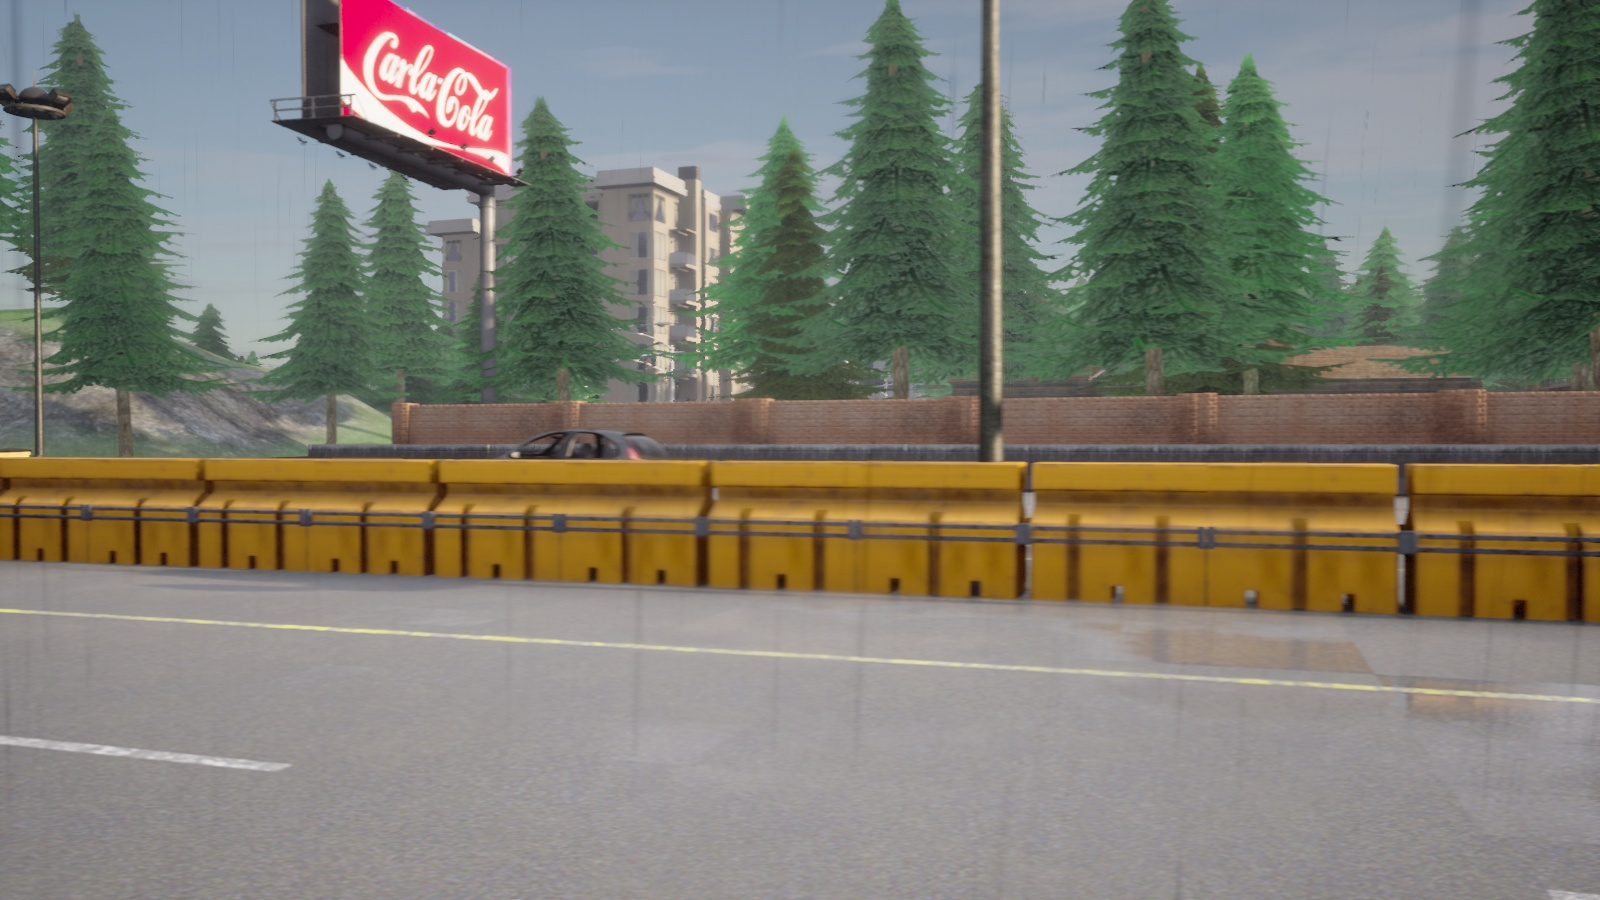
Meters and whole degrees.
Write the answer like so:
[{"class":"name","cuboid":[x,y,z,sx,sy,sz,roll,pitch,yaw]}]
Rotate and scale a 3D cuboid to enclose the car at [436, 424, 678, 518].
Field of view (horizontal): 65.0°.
[{"class":"car","cuboid":[-4.462,0.337,23.159,3.988,1.617,1.851,1,1,19]}]
